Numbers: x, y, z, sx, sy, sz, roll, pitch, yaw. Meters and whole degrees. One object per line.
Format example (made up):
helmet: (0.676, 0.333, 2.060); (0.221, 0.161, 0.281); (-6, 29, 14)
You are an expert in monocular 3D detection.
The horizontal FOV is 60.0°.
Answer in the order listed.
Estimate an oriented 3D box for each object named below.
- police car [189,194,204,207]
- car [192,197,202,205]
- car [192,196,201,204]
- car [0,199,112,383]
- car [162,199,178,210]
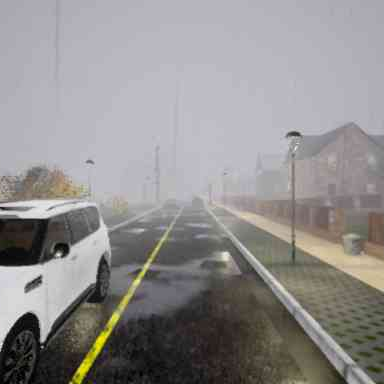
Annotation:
police car: (0.824, 1.464, 50.960); (1.930, 1.638, 5.238); (0, 0, 0)
car: (0.824, 1.579, 60.850); (1.812, 1.442, 4.674); (0, 0, 0)
car: (0.823, 1.518, 67.040); (1.801, 1.575, 5.366); (0, 0, 0)
car: (-2.849, 1.213, 5.258); (2.150, 2.045, 5.566); (0, 1, 0)
car: (-2.841, 1.577, 44.275); (2.033, 1.411, 5.357); (0, 0, 0)
